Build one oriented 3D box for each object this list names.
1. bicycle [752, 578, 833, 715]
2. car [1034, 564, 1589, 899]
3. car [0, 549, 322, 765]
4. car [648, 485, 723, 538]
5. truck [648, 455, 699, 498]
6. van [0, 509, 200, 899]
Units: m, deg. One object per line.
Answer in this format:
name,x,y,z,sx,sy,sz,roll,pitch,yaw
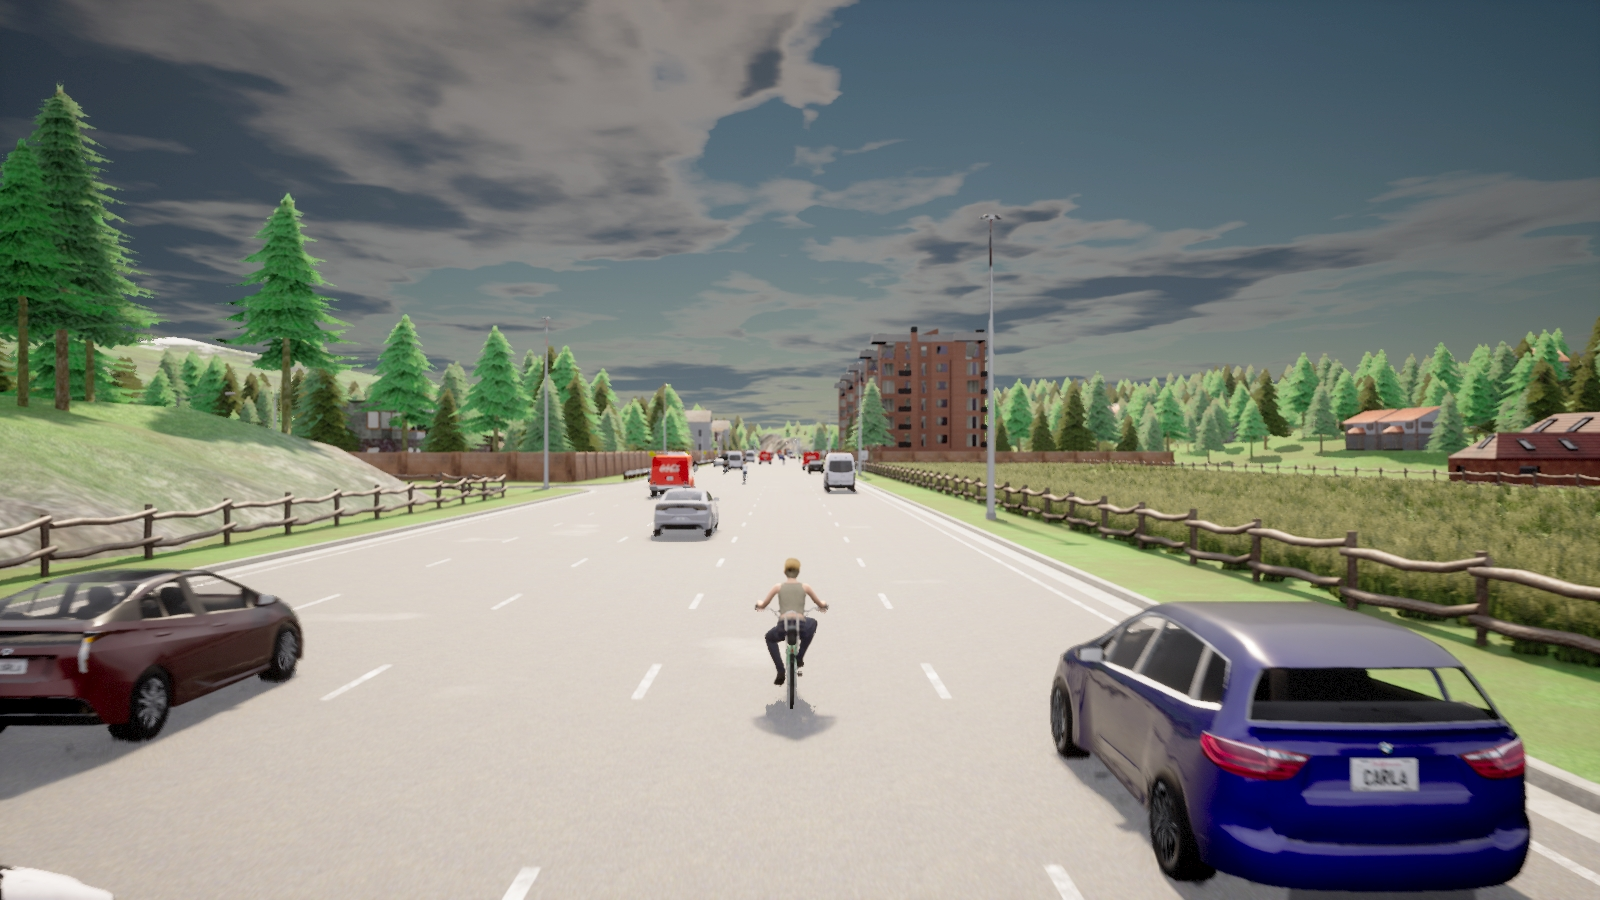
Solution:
bicycle,-0.090,2.157,12.789,0.859,1.276,1.487,0,0,-1
car,3.449,1.968,8.945,2.242,1.667,4.611,0,0,-1
car,-7.134,2.040,12.414,2.007,1.525,4.514,0,0,0
car,-3.822,2.034,38.853,2.097,1.535,5.006,0,0,-1
truck,-7.709,1.570,69.984,2.627,2.467,5.204,0,0,-1
van,-3.511,1.535,1.871,1.988,2.561,5.915,0,0,0
